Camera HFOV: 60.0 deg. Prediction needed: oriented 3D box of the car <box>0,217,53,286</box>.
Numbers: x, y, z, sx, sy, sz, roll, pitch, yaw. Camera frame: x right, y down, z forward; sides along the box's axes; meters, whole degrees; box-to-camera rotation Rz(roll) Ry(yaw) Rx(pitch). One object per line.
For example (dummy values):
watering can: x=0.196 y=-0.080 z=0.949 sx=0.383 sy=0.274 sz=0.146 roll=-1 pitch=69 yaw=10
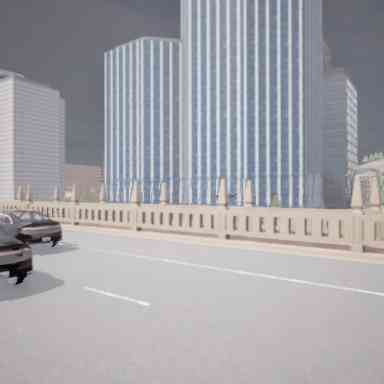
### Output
car: x=-5.865 y=1.497 z=8.200 sx=4.902 sy=1.511 sz=2.128 roll=0 pitch=0 yaw=36

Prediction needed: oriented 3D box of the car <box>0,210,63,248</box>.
car: x=-7.268 y=1.504 z=13.504 sx=4.902 sy=1.511 sz=2.128 roll=0 pitch=0 yaw=36
